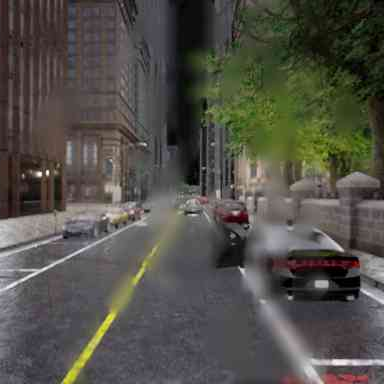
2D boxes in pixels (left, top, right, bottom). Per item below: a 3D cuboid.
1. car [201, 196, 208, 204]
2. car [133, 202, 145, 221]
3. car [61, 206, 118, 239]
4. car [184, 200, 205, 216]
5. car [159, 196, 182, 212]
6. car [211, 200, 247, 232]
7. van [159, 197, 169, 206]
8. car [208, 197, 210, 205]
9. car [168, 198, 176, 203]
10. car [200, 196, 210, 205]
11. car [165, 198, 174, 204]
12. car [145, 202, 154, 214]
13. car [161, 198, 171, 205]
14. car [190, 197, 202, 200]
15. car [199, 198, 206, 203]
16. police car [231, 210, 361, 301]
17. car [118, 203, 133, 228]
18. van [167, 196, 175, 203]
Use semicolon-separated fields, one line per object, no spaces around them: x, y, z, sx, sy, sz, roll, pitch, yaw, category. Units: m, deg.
2.906;1.908;72.538;2.192;1.841;5.009;0;0;0;car
-5.705;1.691;29.400;1.967;1.590;4.097;0;0;0;car
-5.728;1.713;18.351;2.008;1.369;4.403;0;-1;0;car
0.148;1.872;37.052;1.994;1.385;4.181;0;0;0;car
-2.913;1.683;44.677;2.150;2.045;5.566;0;0;0;car
2.810;1.523;23.870;2.192;1.841;5.009;0;0;0;car
-5.630;1.887;67.105;1.690;1.788;3.998;0;0;0;van
2.821;1.567;29.395;2.192;1.841;5.009;0;0;0;car
-5.577;2.330;94.308;1.887;1.381;4.507;0;-1;0;car
2.917;1.955;77.978;2.192;1.841;5.009;0;-1;0;car
-5.598;2.254;83.425;1.947;1.339;4.313;0;-1;0;car
-5.683;1.899;40.446;1.947;1.339;4.313;0;0;0;car
-5.619;2.032;72.544;1.967;1.590;4.097;0;0;0;car
0.144;1.868;47.310;1.882;1.535;5.008;0;-1;1;car
2.949;2.337;94.298;2.008;1.369;4.403;0;-1;0;car
2.382;1.504;8.680;1.930;1.638;5.238;0;-1;0;police car
-5.716;1.732;23.705;1.752;1.417;4.829;0;0;0;car
-5.587;2.078;88.869;1.690;1.788;3.998;0;-1;0;van
